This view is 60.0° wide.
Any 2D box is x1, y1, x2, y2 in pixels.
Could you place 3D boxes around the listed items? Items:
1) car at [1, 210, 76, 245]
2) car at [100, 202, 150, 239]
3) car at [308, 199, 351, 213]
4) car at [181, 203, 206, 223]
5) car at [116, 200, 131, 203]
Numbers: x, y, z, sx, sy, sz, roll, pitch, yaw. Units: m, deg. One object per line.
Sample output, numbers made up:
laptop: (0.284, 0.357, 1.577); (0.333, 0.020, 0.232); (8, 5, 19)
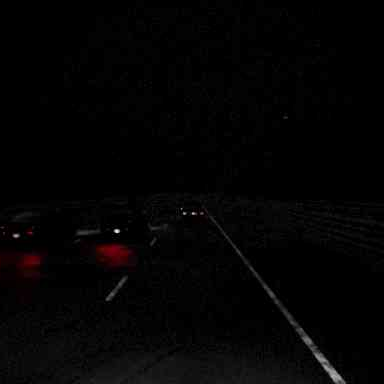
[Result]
car: (-6.901, 1.533, 15.387); (1.812, 1.442, 4.674); (0, 0, 0)
car: (-3.407, 1.518, 17.460); (1.837, 1.490, 4.892); (0, 0, 0)
car: (13.346, 1.475, 32.662); (2.097, 1.767, 4.553); (0, 0, -14)
car: (0.095, 1.568, 25.945); (2.033, 1.411, 5.357); (0, 0, 0)
car: (-6.905, 1.553, 33.888); (1.812, 1.442, 4.674); (0, 0, 0)
